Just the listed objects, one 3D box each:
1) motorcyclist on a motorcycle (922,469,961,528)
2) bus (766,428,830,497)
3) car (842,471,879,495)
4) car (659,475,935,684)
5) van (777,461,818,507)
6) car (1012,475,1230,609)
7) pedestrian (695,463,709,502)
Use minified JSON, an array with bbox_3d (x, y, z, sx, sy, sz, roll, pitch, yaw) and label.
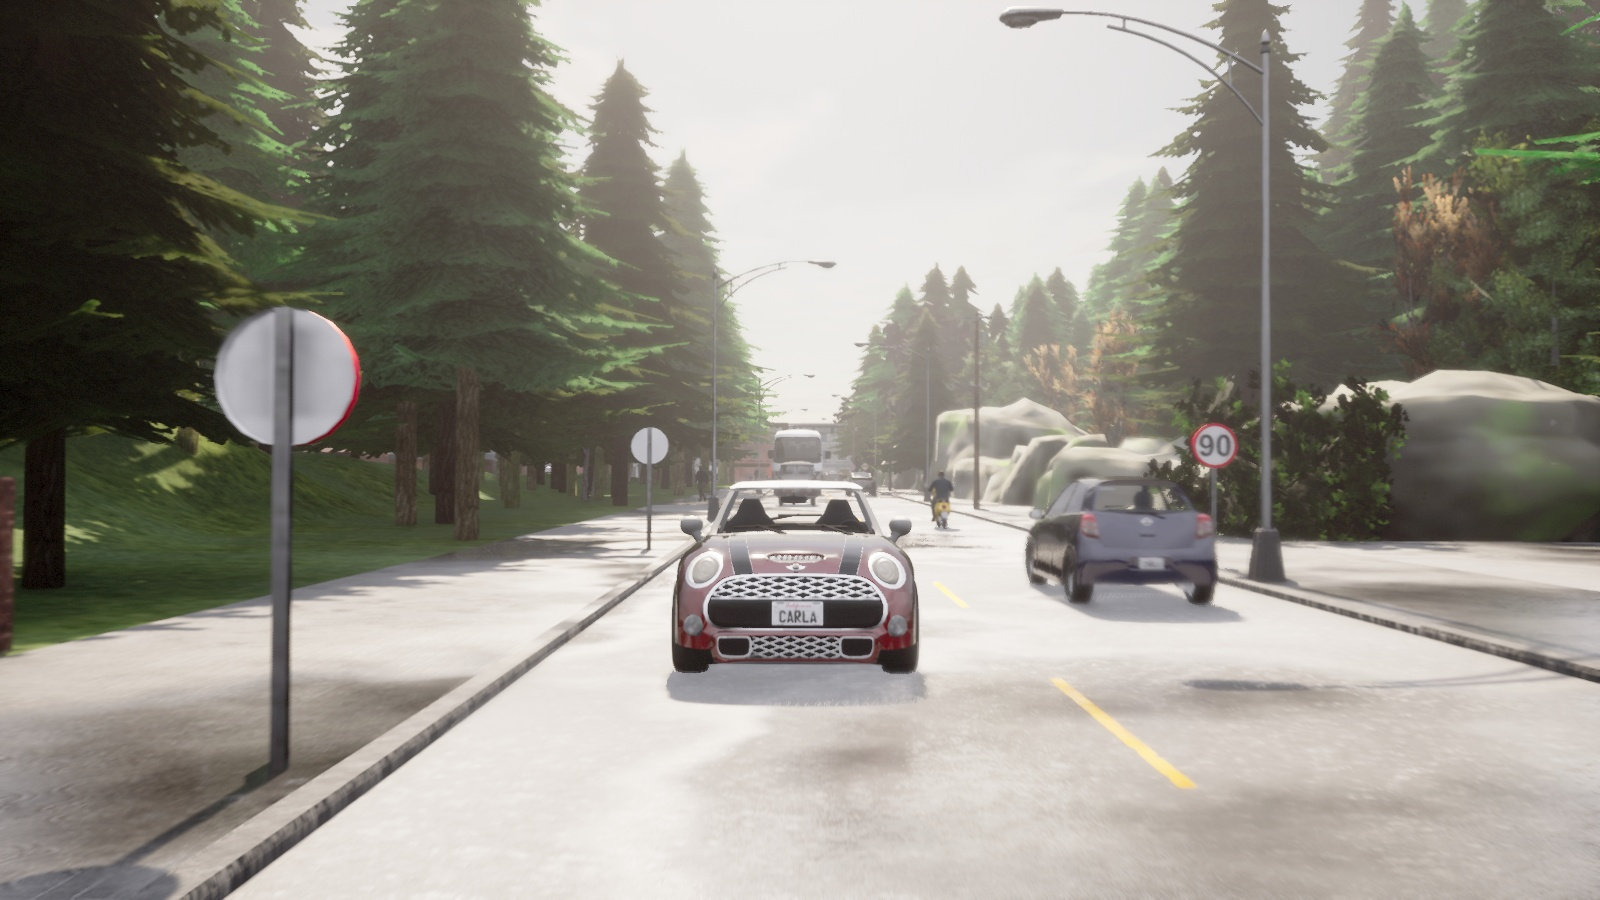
[{"bbox_3d":[3.920,1.336,34.855,0.866,1.590,1.817,0,-1,0],"label":"motorcyclist on a motorcycle"},{"bbox_3d":[-0.140,0.825,82.829,3.944,4.253,10.273,0,-1,0],"label":"bus"},{"bbox_3d":[3.868,2.105,80.593,2.128,1.511,4.902,0,-1,0],"label":"car"},{"bbox_3d":[-0.027,0.963,10.902,1.970,1.475,3.806,0,-1,0],"label":"car"},{"bbox_3d":[-0.106,1.521,56.870,1.775,1.987,4.442,0,-1,0],"label":"van"},{"bbox_3d":[3.959,1.082,16.090,1.845,1.501,3.633,0,-1,0],"label":"car"},{"bbox_3d":[-4.689,1.550,60.133,0.402,1.842,0.726,-1,-1,25],"label":"pedestrian"}]
